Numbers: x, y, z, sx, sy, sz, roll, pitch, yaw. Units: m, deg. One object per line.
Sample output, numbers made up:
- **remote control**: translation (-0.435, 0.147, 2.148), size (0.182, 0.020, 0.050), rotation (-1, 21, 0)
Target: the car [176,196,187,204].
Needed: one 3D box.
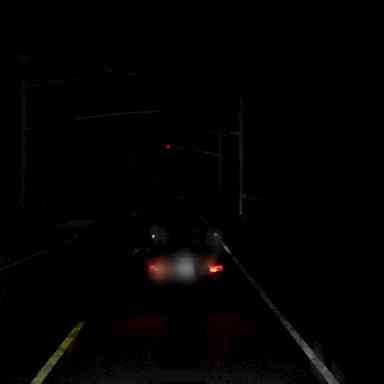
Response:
- **car**: translation (-1.980, 1.525, 63.454), size (1.812, 1.442, 4.674), rotation (0, 0, -2)

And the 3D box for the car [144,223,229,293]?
- **car**: translation (-0.175, 1.547, 8.984), size (2.033, 1.411, 5.357), rotation (0, 0, -1)
